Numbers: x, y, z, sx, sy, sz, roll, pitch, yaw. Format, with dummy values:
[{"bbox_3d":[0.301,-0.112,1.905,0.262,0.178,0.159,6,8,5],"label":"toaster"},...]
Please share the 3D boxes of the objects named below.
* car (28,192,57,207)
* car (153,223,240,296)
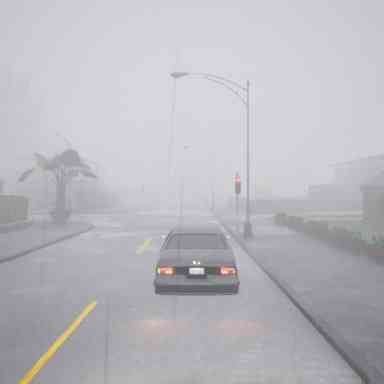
[{"bbox_3d":[-19.730,0.985,43.886,1.905,1.878,3.866,0,0,35],"label":"car"},{"bbox_3d":[0.103,1.547,8.835,2.033,1.411,5.357,0,0,0],"label":"car"}]
